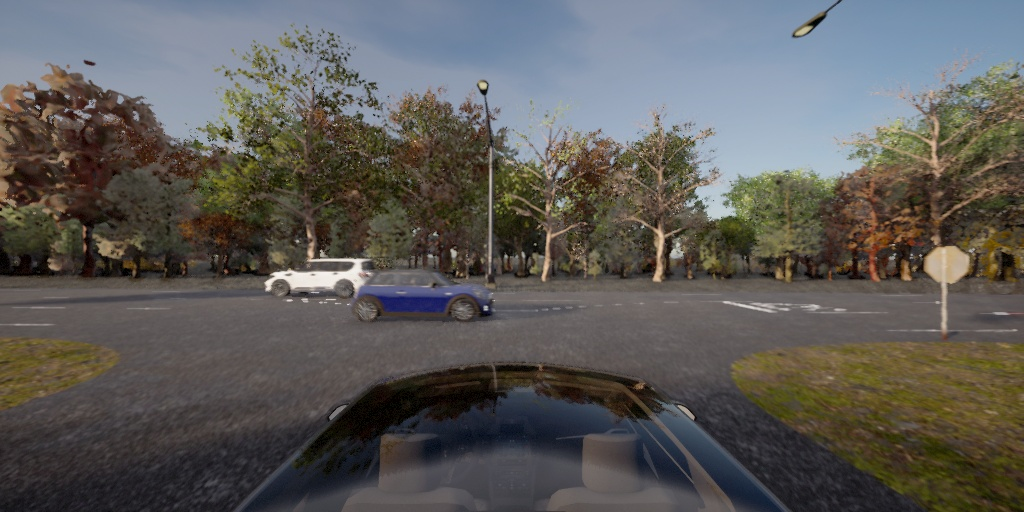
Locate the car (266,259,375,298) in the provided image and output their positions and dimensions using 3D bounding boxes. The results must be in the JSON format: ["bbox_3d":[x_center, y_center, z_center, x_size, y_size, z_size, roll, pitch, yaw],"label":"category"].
[{"bbox_3d":[-10.001,1.151,19.274,5.566,2.045,2.150,0,0,1],"label":"car"}]

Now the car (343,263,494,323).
[{"bbox_3d":[-2.894,1.216,12.167,4.553,1.767,2.097,0,-1,1],"label":"car"}]
